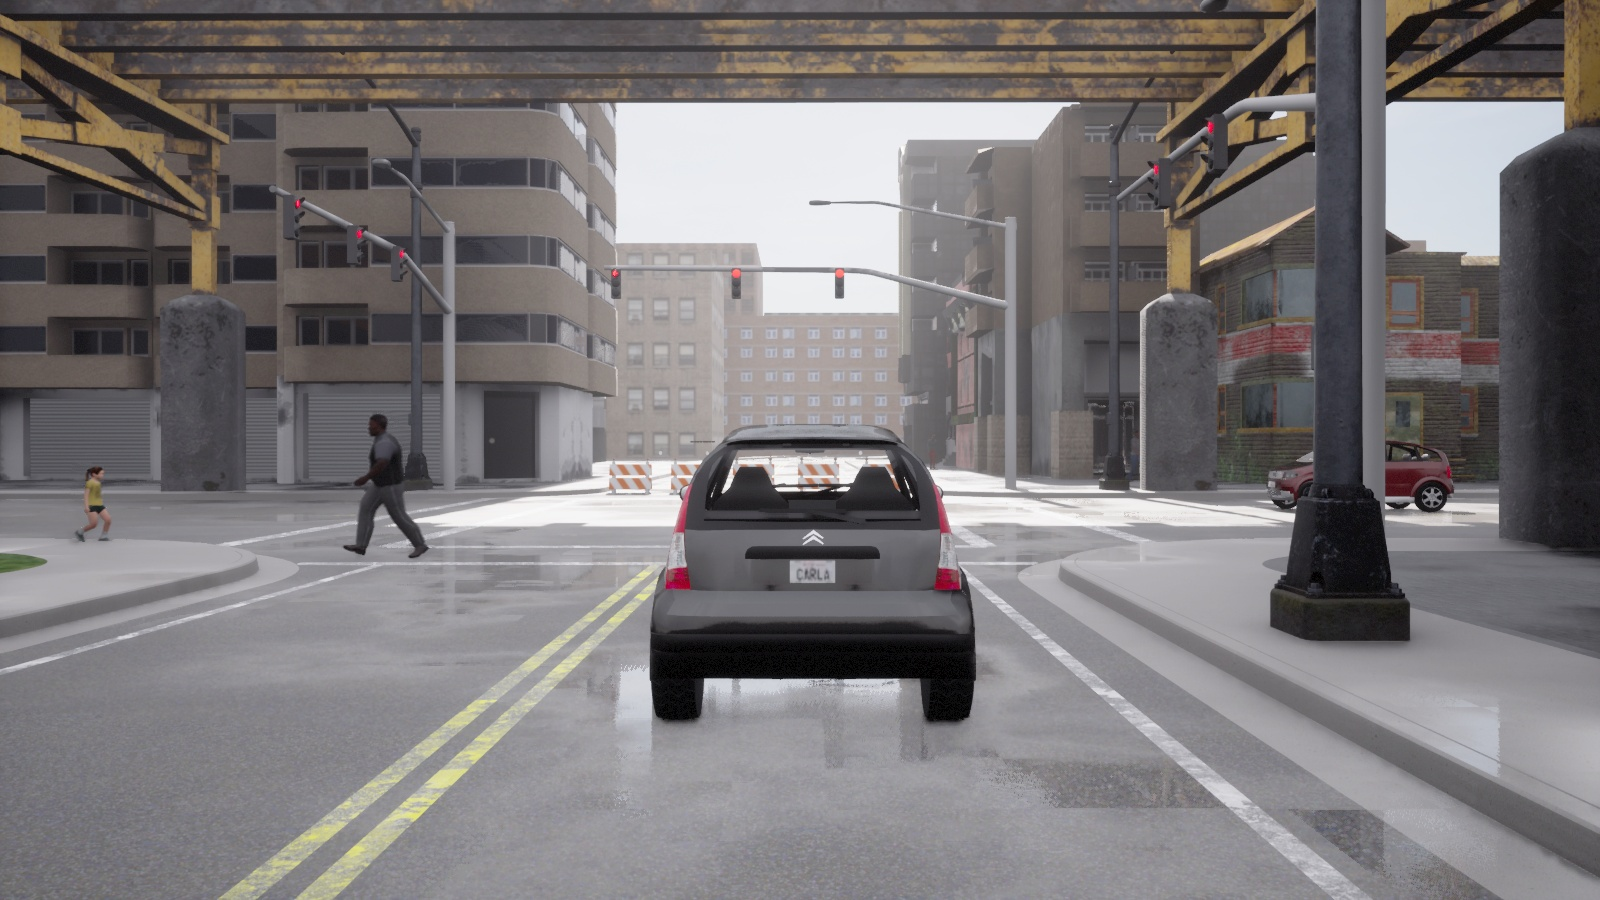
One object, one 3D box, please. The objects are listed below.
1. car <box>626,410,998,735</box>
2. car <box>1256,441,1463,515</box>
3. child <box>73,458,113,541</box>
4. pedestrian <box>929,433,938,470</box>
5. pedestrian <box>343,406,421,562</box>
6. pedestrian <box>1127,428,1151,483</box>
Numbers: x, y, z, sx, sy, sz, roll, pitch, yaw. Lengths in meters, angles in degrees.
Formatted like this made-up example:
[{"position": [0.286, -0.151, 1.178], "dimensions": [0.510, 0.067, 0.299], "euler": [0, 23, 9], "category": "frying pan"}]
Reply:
[{"position": [0.073, 0.598, 8.243], "dimensions": [1.851, 1.617, 3.988], "euler": [0, 0, 0], "category": "car"}, {"position": [12.146, 0.580, 27.426], "dimensions": [3.705, 1.549, 1.789], "euler": [0, 0, 0], "category": "car"}, {"position": [-9.599, 0.672, 17.045], "dimensions": [0.394, 1.110, 0.255], "euler": [0, 0, 4], "category": "child"}, {"position": [6.703, 0.060, 63.188], "dimensions": [0.353, 1.847, 0.614], "euler": [0, 0, -4], "category": "pedestrian"}, {"position": [-5.218, 0.411, 15.661], "dimensions": [0.849, 1.883, 0.563], "euler": [0, 0, -27], "category": "pedestrian"}, {"position": [11.555, 0.179, 42.768], "dimensions": [0.354, 1.836, 0.706], "euler": [0, 0, -39], "category": "pedestrian"}]
